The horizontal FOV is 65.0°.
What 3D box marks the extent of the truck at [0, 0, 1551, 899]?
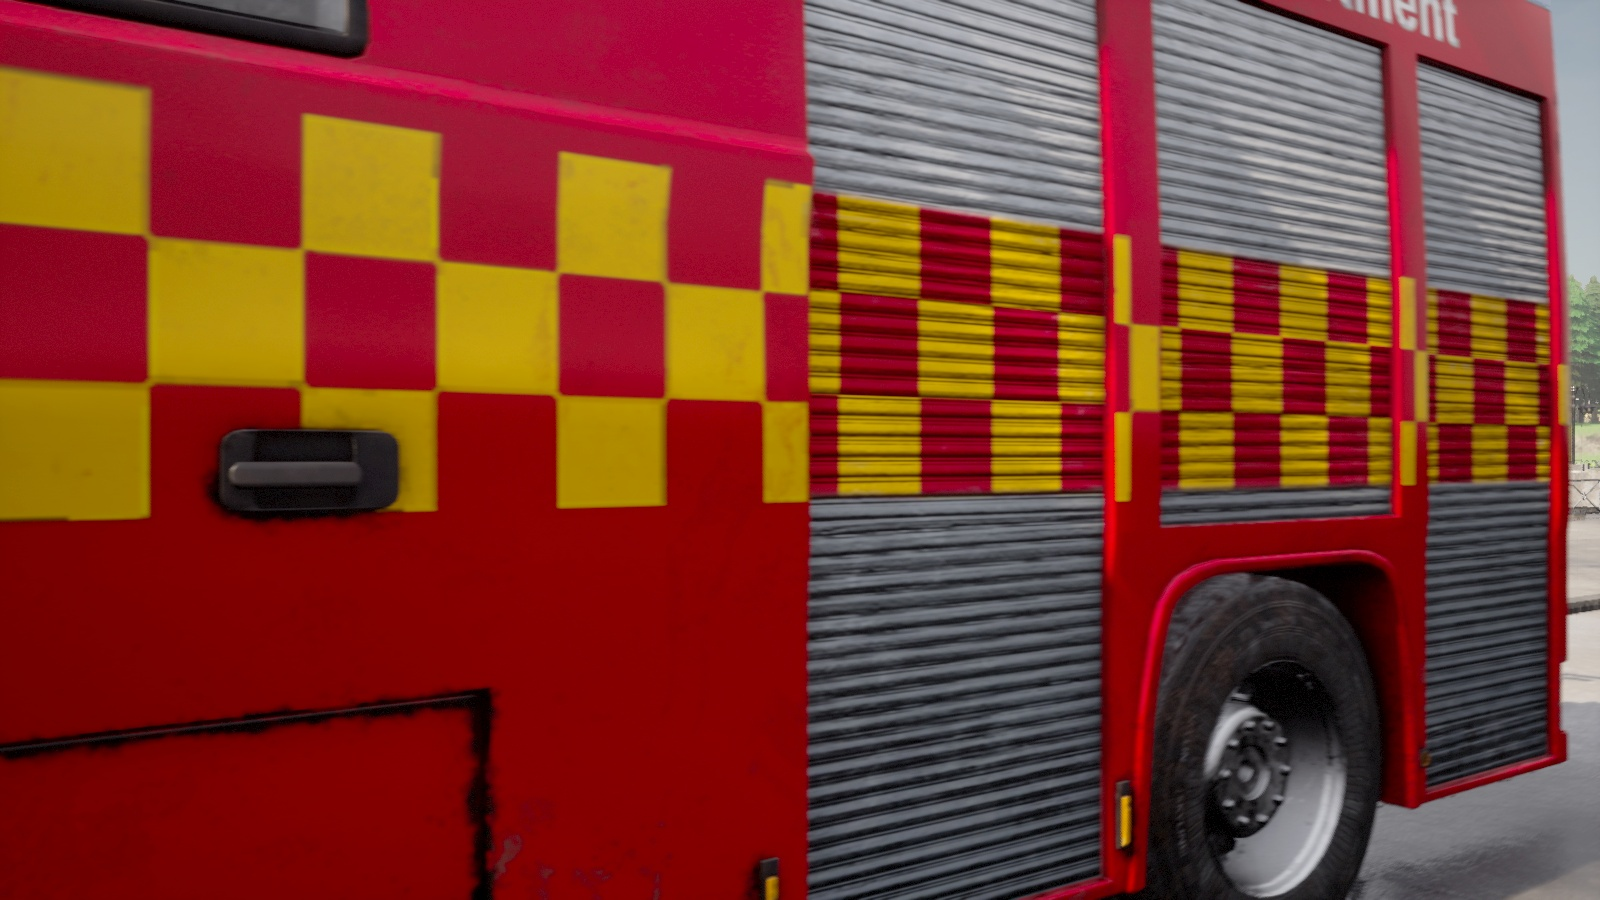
[{"bbox_3d":[-1.741,-0.409,3.060,8.468,3.827,2.891,0,0,-35],"label":"truck"}]
